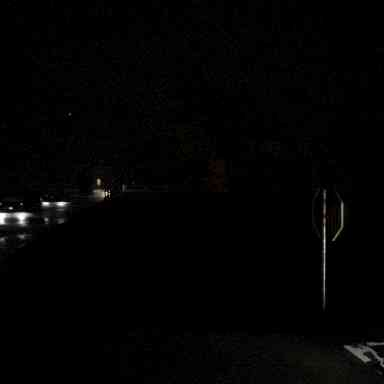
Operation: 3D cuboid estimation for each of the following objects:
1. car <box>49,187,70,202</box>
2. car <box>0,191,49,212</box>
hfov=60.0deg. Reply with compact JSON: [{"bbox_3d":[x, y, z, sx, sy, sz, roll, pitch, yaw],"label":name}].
[{"bbox_3d":[-14.863,0.224,36.876,1.837,1.490,4.892,0,2,-9],"label":"car"},{"bbox_3d":[-12.975,0.648,25.571,2.033,1.411,5.357,0,2,-10],"label":"car"}]
